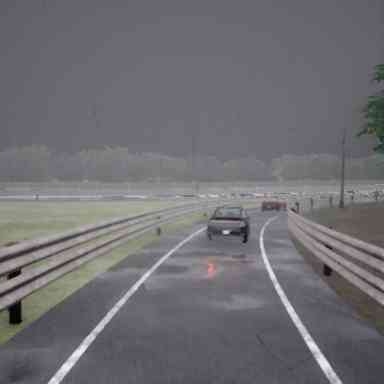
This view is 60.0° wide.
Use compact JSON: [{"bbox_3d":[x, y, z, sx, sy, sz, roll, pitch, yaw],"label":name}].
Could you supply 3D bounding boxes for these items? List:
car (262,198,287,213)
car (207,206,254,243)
[{"bbox_3d":[9.118,1.363,36.723,1.882,1.535,5.008,1,1,27],"label":"car"},{"bbox_3d":[1.913,1.454,16.248,2.128,1.511,4.902,1,0,12],"label":"car"}]
